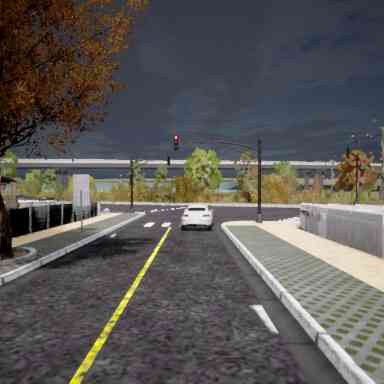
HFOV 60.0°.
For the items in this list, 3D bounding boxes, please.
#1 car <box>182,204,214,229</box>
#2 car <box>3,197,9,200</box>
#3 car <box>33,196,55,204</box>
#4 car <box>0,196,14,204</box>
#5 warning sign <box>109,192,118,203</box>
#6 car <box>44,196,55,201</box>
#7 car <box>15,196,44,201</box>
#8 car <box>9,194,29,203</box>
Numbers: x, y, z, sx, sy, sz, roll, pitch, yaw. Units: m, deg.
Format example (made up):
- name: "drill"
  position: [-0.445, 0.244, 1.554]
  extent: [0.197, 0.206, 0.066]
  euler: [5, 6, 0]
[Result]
- name: "car"
  position: [0.436, 1.521, 21.419]
  extent: [1.812, 1.442, 4.674]
  euler: [0, 0, 6]
- name: "car"
  position: [-37.756, 1.666, 65.763]
  extent: [5.357, 1.411, 2.033]
  euler: [-1, 2, 36]
- name: "car"
  position: [-30.523, 1.600, 68.545]
  extent: [4.892, 1.490, 1.837]
  euler: [-1, 2, 36]
- name: "car"
  position: [-40.872, 1.720, 72.047]
  extent: [4.902, 1.511, 2.128]
  euler: [-1, 2, 36]
- name: "warning sign"
  position: [-14.247, 0.995, 60.260]
  extent: [1.060, 1.860, 1.300]
  euler: [2, 1, 36]
- name: "car"
  position: [-24.513, 1.717, 56.061]
  extent: [5.008, 1.535, 1.882]
  euler: [-1, 1, 36]
- name: "car"
  position: [-26.491, 1.827, 53.472]
  extent: [5.008, 1.535, 1.882]
  euler: [-1, 2, 36]
- name: "car"
  position: [-38.943, 1.440, 74.653]
  extent: [4.553, 1.767, 2.097]
  euler: [-1, 2, 36]
